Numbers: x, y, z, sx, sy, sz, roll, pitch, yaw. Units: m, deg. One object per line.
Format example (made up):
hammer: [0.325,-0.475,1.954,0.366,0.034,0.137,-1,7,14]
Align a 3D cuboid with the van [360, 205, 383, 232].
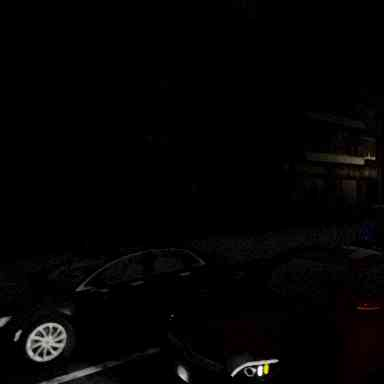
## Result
van: [7.767,1.328,12.072,3.998,1.788,1.690,0,0,-35]

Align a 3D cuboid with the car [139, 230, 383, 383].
car: [1.818,1.522,4.630,4.674,1.442,1.812,0,0,-35]

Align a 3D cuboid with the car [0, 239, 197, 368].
car: [-1.231,1.549,5.656,4.403,1.369,2.008,0,0,-35]
